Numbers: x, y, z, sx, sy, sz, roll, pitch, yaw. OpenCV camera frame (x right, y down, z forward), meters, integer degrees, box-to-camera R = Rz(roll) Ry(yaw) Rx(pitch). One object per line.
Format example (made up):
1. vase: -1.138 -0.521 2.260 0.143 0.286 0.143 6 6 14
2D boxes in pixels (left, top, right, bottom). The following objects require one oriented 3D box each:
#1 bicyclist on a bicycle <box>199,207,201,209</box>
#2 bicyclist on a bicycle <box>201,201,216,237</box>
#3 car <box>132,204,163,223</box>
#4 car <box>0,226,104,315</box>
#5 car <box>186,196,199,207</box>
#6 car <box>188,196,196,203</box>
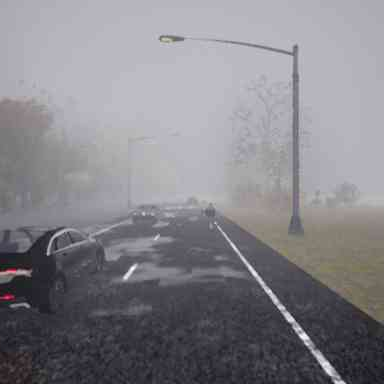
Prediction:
1. bicyclist on a bicycle: 0.973 1.505 26.364 0.866 1.612 1.509 0 0 0
2. bicyclist on a bicycle: 0.959 1.415 17.221 0.659 1.776 1.843 0 0 0
3. car: -3.413 1.614 26.025 2.033 1.411 5.357 0 0 0
4. car: -3.405 1.511 7.570 2.128 1.511 4.902 0 0 0
5. car: 0.074 1.625 56.001 1.882 1.535 5.008 0 0 0
6. car: -0.029 1.696 73.955 1.837 1.490 4.892 0 0 0
